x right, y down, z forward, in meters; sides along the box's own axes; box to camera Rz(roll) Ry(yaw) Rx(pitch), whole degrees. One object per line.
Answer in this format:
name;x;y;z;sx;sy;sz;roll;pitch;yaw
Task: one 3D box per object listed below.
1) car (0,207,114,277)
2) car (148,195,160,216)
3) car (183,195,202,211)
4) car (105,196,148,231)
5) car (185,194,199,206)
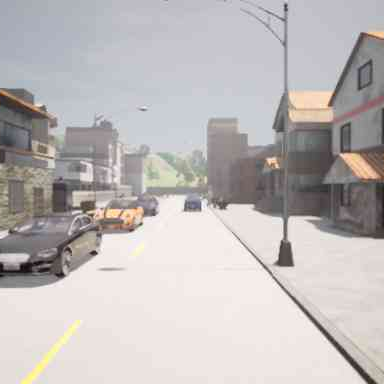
car;-4.099;1.414;10.013;2.128;1.511;4.902;0;0;0
car;-4.012;1.127;29.174;2.097;1.767;4.553;0;0;0
car;0.085;1.204;35.510;1.882;1.535;5.008;0;1;0
car;-4.074;1.204;19.111;2.097;1.767;4.553;0;0;0
car;0.006;1.137;48.023;1.837;1.490;4.892;0;1;0
